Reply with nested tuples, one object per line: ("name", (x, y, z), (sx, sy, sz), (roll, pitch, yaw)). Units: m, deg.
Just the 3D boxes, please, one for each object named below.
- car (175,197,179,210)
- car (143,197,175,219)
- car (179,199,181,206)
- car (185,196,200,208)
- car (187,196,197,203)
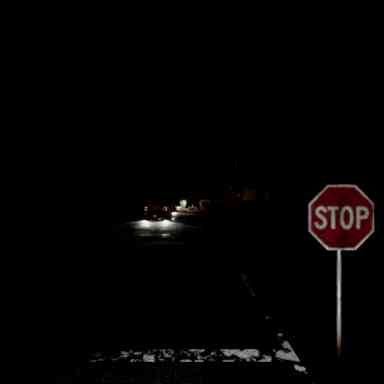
("car", (-2.864, 1.510, 39.290), (1.837, 1.490, 4.892), (0, 0, 0))
("car", (-2.915, 1.355, 28.956), (2.097, 1.767, 4.553), (0, 0, 2))
("car", (-2.858, 1.487, 53.185), (1.882, 1.535, 5.008), (0, 0, 0))
("car", (0.072, 1.512, 47.619), (1.837, 1.490, 4.892), (0, 0, 0))
("car", (0.019, 1.578, 71.369), (1.994, 1.385, 4.181), (0, 0, 0))
